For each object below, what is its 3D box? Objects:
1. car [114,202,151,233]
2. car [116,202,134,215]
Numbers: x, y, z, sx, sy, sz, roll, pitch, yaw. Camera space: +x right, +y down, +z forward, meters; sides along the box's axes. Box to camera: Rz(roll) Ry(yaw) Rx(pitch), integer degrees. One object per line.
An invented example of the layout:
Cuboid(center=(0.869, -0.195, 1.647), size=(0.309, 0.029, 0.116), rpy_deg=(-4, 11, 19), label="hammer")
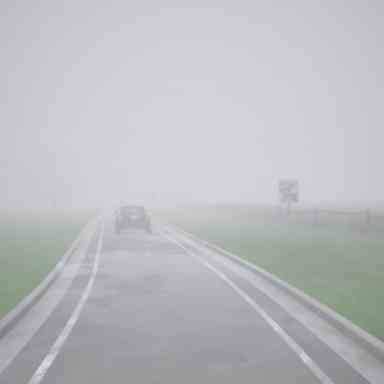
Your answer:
Cuboid(center=(-3.926, 1.597, 21.617), size=(2.097, 1.767, 4.553), rpy_deg=(-1, -1, -14), label="car")
Cuboid(center=(-8.563, 2.037, 42.312), size=(2.033, 1.411, 5.357), rpy_deg=(-1, -1, -12), label="car")
